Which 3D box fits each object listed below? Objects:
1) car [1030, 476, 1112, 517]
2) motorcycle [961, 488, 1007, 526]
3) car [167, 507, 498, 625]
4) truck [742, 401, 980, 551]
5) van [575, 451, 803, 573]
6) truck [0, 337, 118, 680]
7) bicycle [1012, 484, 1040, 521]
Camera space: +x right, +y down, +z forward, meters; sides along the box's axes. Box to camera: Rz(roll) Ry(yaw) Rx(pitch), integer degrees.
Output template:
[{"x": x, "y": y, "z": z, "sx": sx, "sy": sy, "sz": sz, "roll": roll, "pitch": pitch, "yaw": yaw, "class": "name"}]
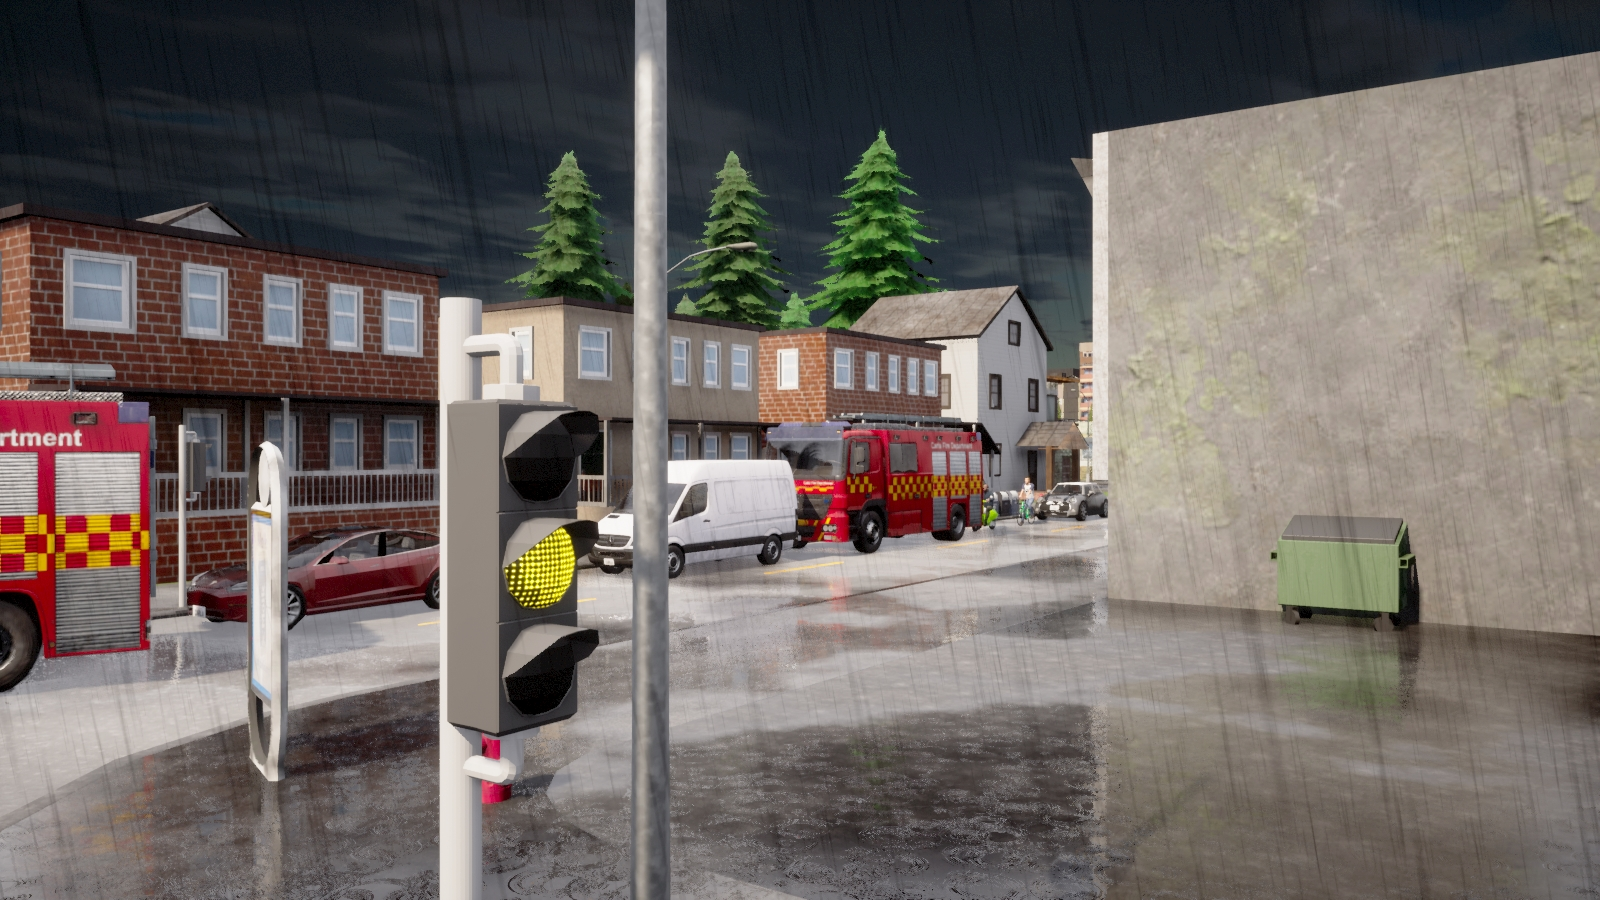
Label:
[{"x": 11.003, "y": 1.837, "z": 46.179, "sx": 1.970, "sy": 1.475, "sz": 3.806, "roll": 0, "pitch": 0, "yaw": 35, "class": "car"}, {"x": 6.398, "y": 1.954, "z": 39.613, "sx": 0.856, "sy": 1.236, "sz": 1.805, "roll": 0, "pitch": 0, "yaw": 35, "class": "motorcycle"}, {"x": -7.754, "y": 1.835, "z": 19.424, "sx": 2.163, "sy": 1.488, "sz": 4.792, "roll": 0, "pitch": 0, "yaw": 35, "class": "car"}, {"x": 2.054, "y": 0.663, "z": 33.403, "sx": 2.891, "sy": 3.827, "sz": 8.468, "roll": 0, "pitch": 0, "yaw": 35, "class": "truck"}, {"x": -2.442, "y": 1.307, "z": 26.996, "sx": 1.988, "sy": 2.561, "sz": 5.915, "roll": 0, "pitch": 0, "yaw": 35, "class": "van"}, {"x": -12.330, "y": 0.662, "z": 12.372, "sx": 8.468, "sy": 3.827, "sz": 2.891, "roll": 0, "pitch": 0, "yaw": -31, "class": "truck"}, {"x": 8.406, "y": 1.928, "z": 42.476, "sx": 0.373, "sy": 1.296, "sz": 1.643, "roll": 0, "pitch": 0, "yaw": 35, "class": "bicycle"}]
